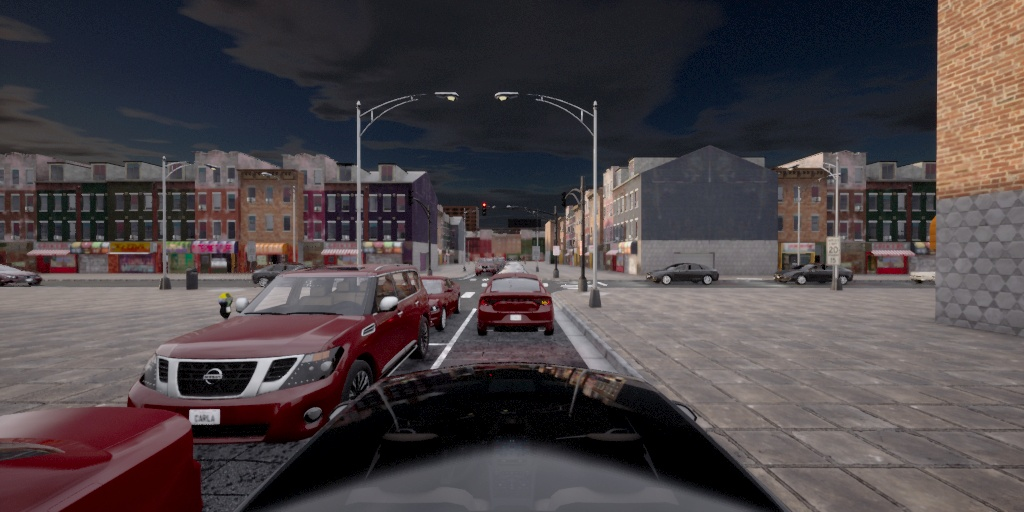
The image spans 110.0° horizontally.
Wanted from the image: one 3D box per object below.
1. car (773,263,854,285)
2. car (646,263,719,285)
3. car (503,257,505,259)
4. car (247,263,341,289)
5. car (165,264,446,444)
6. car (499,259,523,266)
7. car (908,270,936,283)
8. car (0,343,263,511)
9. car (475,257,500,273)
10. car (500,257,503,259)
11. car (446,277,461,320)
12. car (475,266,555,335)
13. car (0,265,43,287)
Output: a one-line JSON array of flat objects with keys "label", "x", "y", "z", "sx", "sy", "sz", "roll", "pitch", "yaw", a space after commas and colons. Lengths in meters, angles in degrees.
[{"label": "car", "x": 21.600, "y": 1.277, "z": 25.803, "sx": 4.892, "sy": 1.490, "sz": 1.837, "roll": 0, "pitch": 0, "yaw": 0}, {"label": "car", "x": 12.210, "y": 1.264, "z": 25.812, "sx": 4.892, "sy": 1.490, "sz": 1.837, "roll": 0, "pitch": 0, "yaw": 0}, {"label": "car", "x": -2.684, "y": 1.337, "z": 64.575, "sx": 2.007, "sy": 1.370, "sz": 4.403, "roll": 0, "pitch": 0, "yaw": 0}, {"label": "car", "x": -13.820, "y": 1.256, "z": 22.908, "sx": 4.892, "sy": 1.490, "sz": 1.837, "roll": 0, "pitch": 1, "yaw": -1}, {"label": "car", "x": -2.641, "y": 1.064, "z": 5.598, "sx": 2.192, "sy": 1.841, "sz": 5.009, "roll": 0, "pitch": 0, "yaw": 0}, {"label": "car", "x": 0.088, "y": 1.281, "z": 33.701, "sx": 1.812, "sy": 1.442, "sz": 4.674, "roll": 0, "pitch": 0, "yaw": 3}, {"label": "car", "x": 31.762, "y": 1.390, "z": 25.789, "sx": 4.718, "sy": 1.301, "sz": 1.895, "roll": 0, "pitch": 0, "yaw": 0}, {"label": "car", "x": -2.638, "y": 1.295, "z": 0.164, "sx": 1.888, "sy": 1.381, "sz": 4.507, "roll": 0, "pitch": 0, "yaw": 0}, {"label": "car", "x": -2.665, "y": 1.072, "z": 37.441, "sx": 2.192, "sy": 1.841, "sz": 5.009, "roll": 0, "pitch": 0, "yaw": 0}, {"label": "car", "x": -2.673, "y": 1.081, "z": 48.295, "sx": 2.192, "sy": 1.841, "sz": 5.009, "roll": 0, "pitch": 0, "yaw": 0}, {"label": "car", "x": -2.645, "y": 1.294, "z": 11.032, "sx": 1.888, "sy": 1.381, "sz": 4.507, "roll": 0, "pitch": 0, "yaw": 0}, {"label": "car", "x": 0.090, "y": 1.227, "z": 10.496, "sx": 1.882, "sy": 1.535, "sz": 5.008, "roll": 0, "pitch": 0, "yaw": 0}, {"label": "car", "x": -33.163, "y": 1.266, "z": 22.914, "sx": 4.674, "sy": 1.442, "sz": 1.812, "roll": 0, "pitch": 0, "yaw": 0}]
